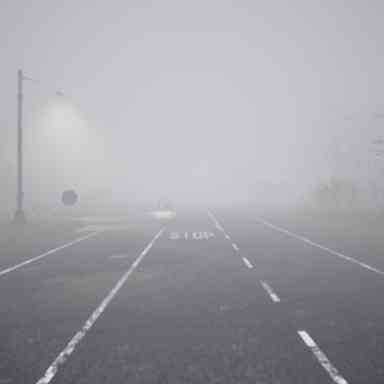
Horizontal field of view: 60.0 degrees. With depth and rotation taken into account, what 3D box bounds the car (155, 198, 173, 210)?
[{"bbox_3d":[-3.414,1.444,41.260,2.128,1.511,4.902,0,0,0],"label":"car"}]
